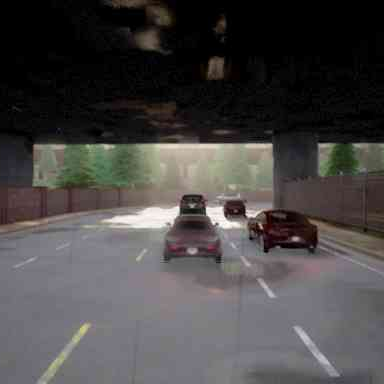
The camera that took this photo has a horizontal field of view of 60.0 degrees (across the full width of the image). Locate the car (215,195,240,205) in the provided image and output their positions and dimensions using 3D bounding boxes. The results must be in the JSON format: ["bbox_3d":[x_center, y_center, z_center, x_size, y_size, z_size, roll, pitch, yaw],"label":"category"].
[{"bbox_3d":[6.598,1.516,54.329,4.718,1.301,1.895,0,0,-36],"label":"car"}]

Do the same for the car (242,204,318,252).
[{"bbox_3d":[3.529,1.456,13.763,1.882,1.535,5.008,0,0,0],"label":"car"}]

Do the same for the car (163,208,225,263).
[{"bbox_3d":[0.023,1.507,11.834,1.812,1.442,4.674,0,0,0],"label":"car"}]

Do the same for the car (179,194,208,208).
[{"bbox_3d":[0.145,1.181,27.636,2.150,2.045,5.566,0,0,2],"label":"car"}]

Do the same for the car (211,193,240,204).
[{"bbox_3d":[6.051,1.131,58.363,5.566,2.045,2.150,0,0,-31],"label":"car"}]

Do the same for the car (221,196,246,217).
[{"bbox_3d":[3.854,1.431,30.183,1.882,1.535,5.008,0,0,5],"label":"car"}]
